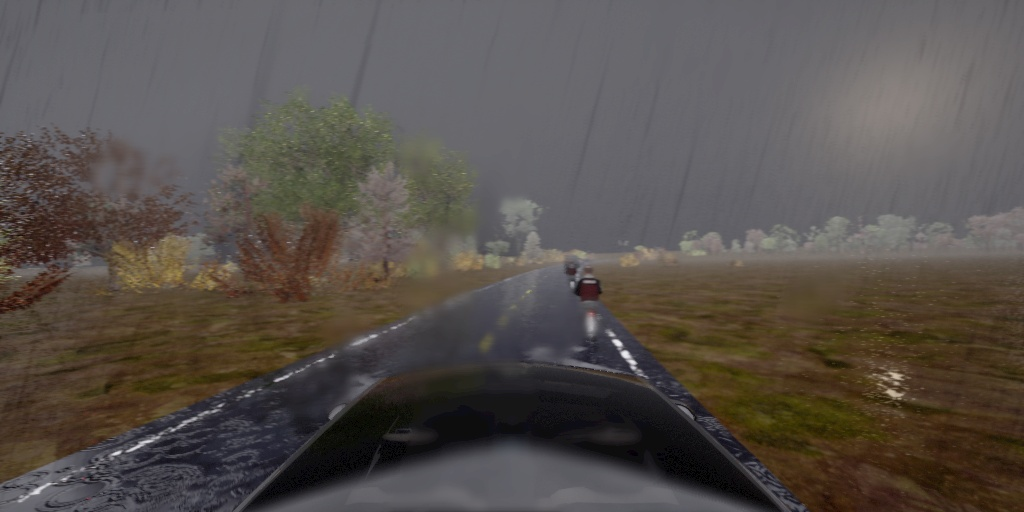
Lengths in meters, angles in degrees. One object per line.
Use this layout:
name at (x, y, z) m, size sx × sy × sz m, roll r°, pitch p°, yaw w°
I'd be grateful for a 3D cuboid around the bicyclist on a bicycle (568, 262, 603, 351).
bicyclist on a bicycle at (1.703, 1.097, 8.002) m, size 0.659 × 1.776 × 1.843 m, roll -1°, pitch 0°, yaw 7°

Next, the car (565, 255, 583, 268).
car at (9.792, 0.887, 57.739) m, size 2.150 × 2.045 × 5.566 m, roll -1°, pitch 0°, yaw 13°

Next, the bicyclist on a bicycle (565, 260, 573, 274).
bicyclist on a bicycle at (2.947, 1.090, 17.675) m, size 0.659 × 1.776 × 1.843 m, roll -1°, pitch 0°, yaw 8°
